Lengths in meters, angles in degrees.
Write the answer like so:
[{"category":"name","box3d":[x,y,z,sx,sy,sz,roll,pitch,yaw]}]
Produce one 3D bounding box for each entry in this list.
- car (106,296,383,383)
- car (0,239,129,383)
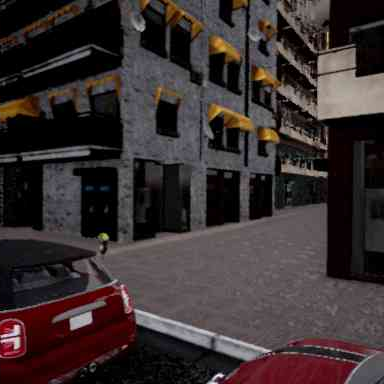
[{"category":"car","box3d":[1.767,1.447,1.454,4.097,1.590,1.967,1,0,36]},{"category":"car","box3d":[-2.770,1.396,4.727,4.097,1.590,1.967,1,0,36]}]
